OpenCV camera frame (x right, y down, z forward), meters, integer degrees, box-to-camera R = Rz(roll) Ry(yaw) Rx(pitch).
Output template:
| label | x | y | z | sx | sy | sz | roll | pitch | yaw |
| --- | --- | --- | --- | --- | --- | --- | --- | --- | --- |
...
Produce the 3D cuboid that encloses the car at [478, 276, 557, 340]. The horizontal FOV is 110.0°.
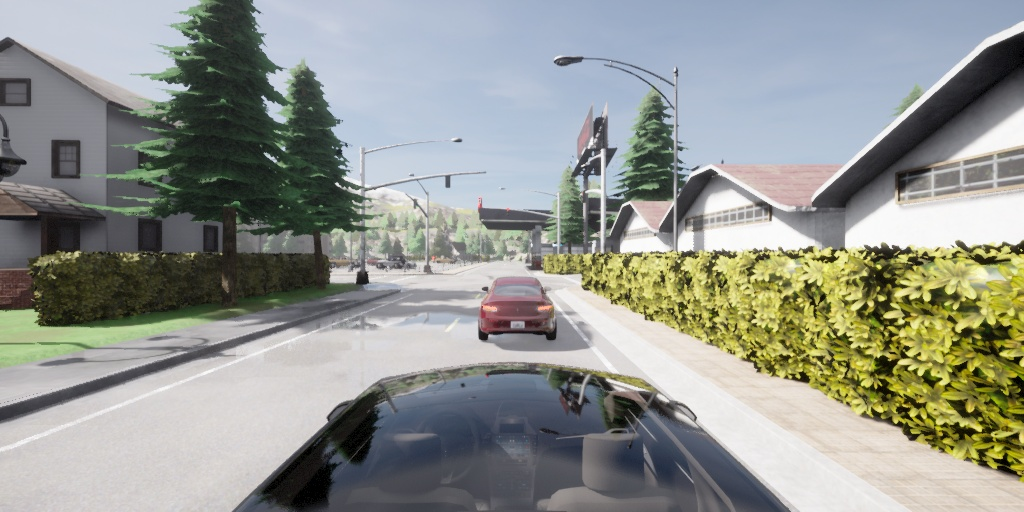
| label | x | y | z | sx | sy | sz | roll | pitch | yaw |
| --- | --- | --- | --- | --- | --- | --- | --- | --- | --- |
| car | 0.128 | 1.276 | 9.804 | 1.812 | 1.442 | 4.674 | 0 | 0 | 0 |
